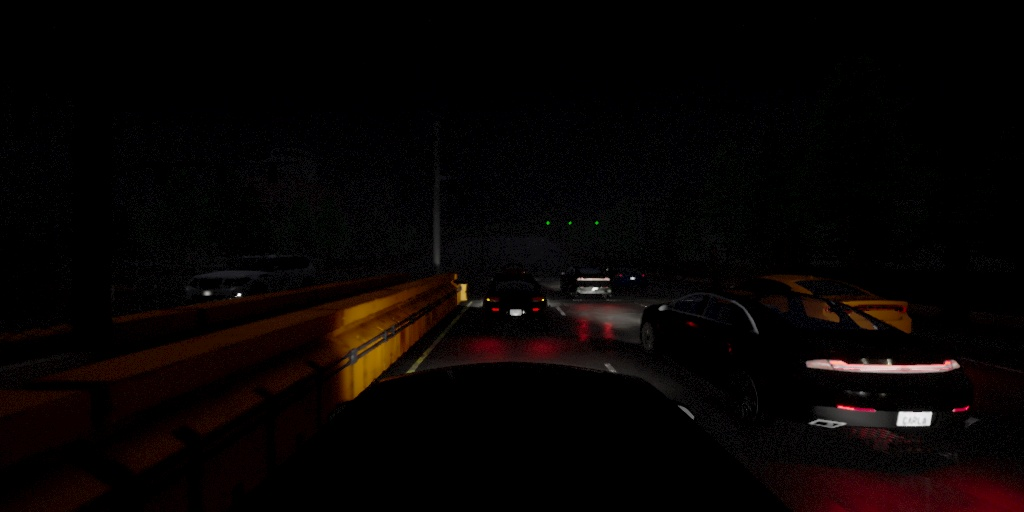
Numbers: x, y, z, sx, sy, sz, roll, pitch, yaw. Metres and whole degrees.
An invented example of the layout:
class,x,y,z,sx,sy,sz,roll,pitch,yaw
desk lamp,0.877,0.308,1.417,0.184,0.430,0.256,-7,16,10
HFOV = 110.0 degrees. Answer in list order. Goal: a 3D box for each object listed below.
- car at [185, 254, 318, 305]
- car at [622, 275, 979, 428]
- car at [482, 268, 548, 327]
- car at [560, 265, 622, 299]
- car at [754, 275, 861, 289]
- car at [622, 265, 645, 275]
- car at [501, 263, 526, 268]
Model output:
class,x,y,z,sx,sy,sz,roll,pitch,yaw
car,-10.501,0.941,15.115,2.150,2.045,5.566,0,0,0
car,3.600,1.238,5.633,2.128,1.511,4.902,0,0,0
car,0.067,1.264,11.404,1.812,1.442,4.674,0,0,-1
car,3.604,1.223,18.048,2.128,1.511,4.902,0,0,0
car,7.100,1.218,9.380,1.882,1.535,5.008,0,0,0
car,7.099,1.288,23.091,1.994,1.385,4.181,0,0,0
car,0.101,1.246,26.510,1.812,1.442,4.674,0,0,0
